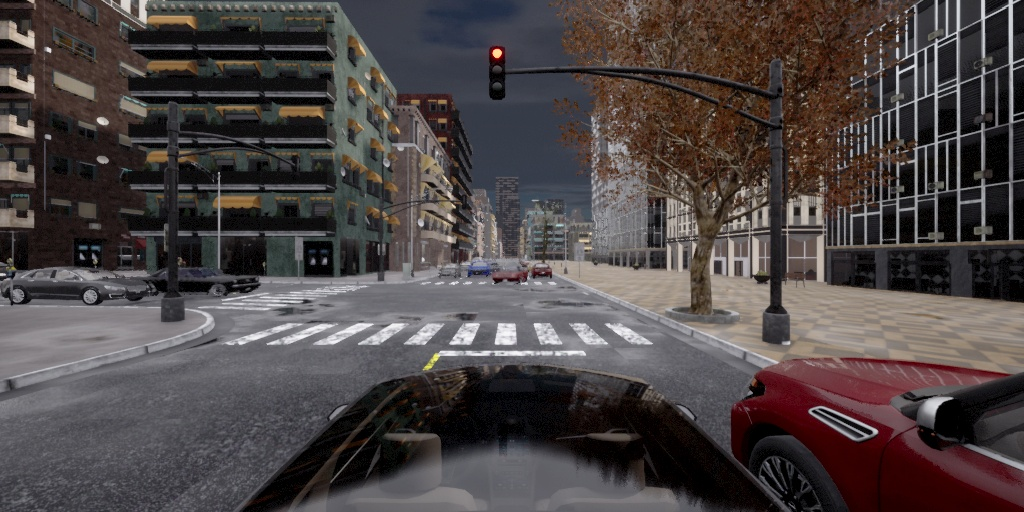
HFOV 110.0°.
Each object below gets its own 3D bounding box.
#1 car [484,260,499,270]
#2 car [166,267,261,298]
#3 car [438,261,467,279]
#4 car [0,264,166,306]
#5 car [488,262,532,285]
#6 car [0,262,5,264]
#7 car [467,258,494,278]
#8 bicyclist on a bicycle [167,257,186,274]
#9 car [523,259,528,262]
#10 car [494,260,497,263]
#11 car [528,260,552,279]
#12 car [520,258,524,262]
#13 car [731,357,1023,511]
[{"bbox_3d":[-3.090,1.333,54.693,2.033,1.411,5.357,0,0,0],"label":"car"},{"bbox_3d":[-14.333,1.174,16.350,4.718,1.301,1.895,1,0,-3],"label":"car"},{"bbox_3d":[-5.694,1.313,33.044,2.007,1.370,4.403,0,0,0],"label":"car"},{"bbox_3d":[-16.436,1.091,13.626,4.403,1.370,2.007,0,0,-1],"label":"car"},{"bbox_3d":[-0.036,1.358,26.364,1.895,1.301,4.718,0,0,11],"label":"car"},{"bbox_3d":[-33.191,0.869,21.835,4.403,1.370,2.007,0,0,-1],"label":"car"},{"bbox_3d":[-3.097,1.241,34.332,1.882,1.535,5.008,0,0,0],"label":"car"},{"bbox_3d":[-23.172,0.761,24.886,0.582,1.620,1.656,1,0,-1],"label":"bicyclist on a bicycle"},{"bbox_3d":[2.685,1.298,44.280,1.751,1.417,4.829,0,0,0],"label":"car"},{"bbox_3d":[-3.095,1.337,44.329,1.994,1.385,4.181,0,0,0],"label":"car"},{"bbox_3d":[2.686,1.307,33.045,1.888,1.381,4.507,0,0,0],"label":"car"},{"bbox_3d":[2.682,1.375,60.708,1.802,1.307,4.207,0,0,0],"label":"car"},{"bbox_3d":[2.692,1.065,0.658,2.192,1.841,5.009,0,0,0],"label":"car"}]
